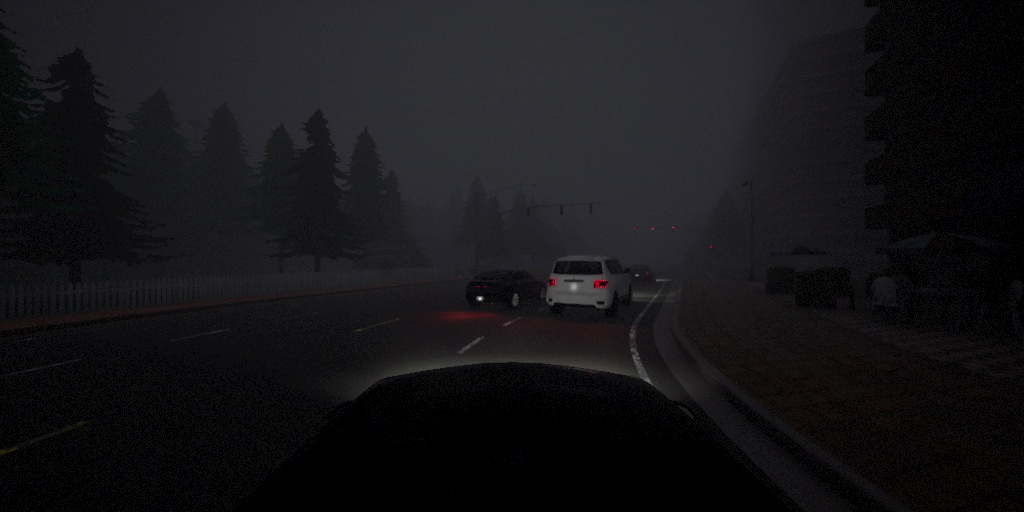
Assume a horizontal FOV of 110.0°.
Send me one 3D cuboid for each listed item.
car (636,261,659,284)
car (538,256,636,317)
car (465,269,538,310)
[{"bbox_3d":[9.637,1.321,26.914,1.994,1.385,4.181,0,0,26],"label":"car"},{"bbox_3d":[3.081,1.007,13.456,2.150,2.045,5.566,0,0,26],"label":"car"},{"bbox_3d":[-0.079,1.265,14.962,1.837,1.490,4.892,0,0,26],"label":"car"}]
